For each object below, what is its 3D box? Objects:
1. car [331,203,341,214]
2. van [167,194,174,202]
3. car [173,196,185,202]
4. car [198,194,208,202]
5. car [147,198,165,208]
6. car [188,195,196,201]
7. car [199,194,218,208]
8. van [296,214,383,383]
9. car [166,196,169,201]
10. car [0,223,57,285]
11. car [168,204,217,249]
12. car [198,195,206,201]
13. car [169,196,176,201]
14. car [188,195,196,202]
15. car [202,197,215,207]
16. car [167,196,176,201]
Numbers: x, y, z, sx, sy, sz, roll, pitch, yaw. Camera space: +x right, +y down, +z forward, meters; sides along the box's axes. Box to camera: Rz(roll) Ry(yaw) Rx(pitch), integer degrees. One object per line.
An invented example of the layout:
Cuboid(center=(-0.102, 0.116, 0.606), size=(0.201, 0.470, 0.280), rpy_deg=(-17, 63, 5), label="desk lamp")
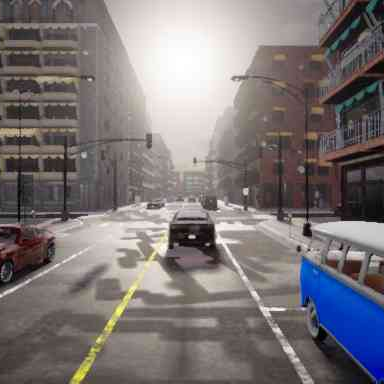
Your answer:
Cuboid(center=(13.744, 1.453, 27.341), size=(4.403, 1.369, 2.008), rpy_deg=(0, -1, 0), label="car")
Cuboid(center=(-5.299, 1.474, 80.945), size=(1.690, 1.788, 3.998), rpy_deg=(1, 0, 0), label="van")
Cuboid(center=(-2.751, 1.613, 78.269), size=(1.837, 1.490, 4.892), rpy_deg=(0, 0, 0), label="car")
Cuboid(center=(2.580, 1.448, 80.981), size=(2.192, 1.841, 5.009), rpy_deg=(1, 0, 0), label="car")
Cuboid(center=(-5.300, 1.605, 47.576), size=(1.947, 1.339, 4.313), rpy_deg=(1, 0, 0), label="car")
Cuboid(center=(0.000, 1.555, 87.631), size=(1.994, 1.385, 4.181), rpy_deg=(0, 0, 0), label="car")
Cuboid(center=(2.584, 1.355, 47.622), size=(2.192, 1.841, 5.009), rpy_deg=(1, 0, 0), label="car")
Cuboid(center=(2.551, 1.342, 3.910), size=(1.690, 1.788, 3.998), rpy_deg=(1, 0, 0), label="van")
Cuboid(center=(-5.300, 1.612, 53.137), size=(1.947, 1.339, 4.313), rpy_deg=(1, 0, 0), label="car")
Cuboid(center=(-5.300, 1.587, 9.496), size=(1.802, 1.307, 4.206), rpy_deg=(1, 0, 0), label="car")
Cuboid(center=(0.000, 1.496, 14.653), size=(1.882, 1.535, 5.008), rpy_deg=(0, 0, 0), label="car")
Cuboid(center=(2.578, 1.605, 86.544), size=(1.967, 1.590, 4.097), rpy_deg=(1, 0, 0), label="car")
Cuboid(center=(-5.303, 1.722, 91.901), size=(1.752, 1.417, 4.829), rpy_deg=(1, 0, 0), label="car")
Cuboid(center=(0.000, 1.600, 74.322), size=(1.895, 1.301, 4.718), rpy_deg=(0, 0, 0), label="car")
Cuboid(center=(2.580, 1.571, 53.351), size=(1.752, 1.417, 4.829), rpy_deg=(1, 0, 0), label="car")
Cuboid(center=(-5.304, 1.715, 86.509), size=(2.008, 1.369, 4.403), rpy_deg=(1, 0, 0), label="car")
